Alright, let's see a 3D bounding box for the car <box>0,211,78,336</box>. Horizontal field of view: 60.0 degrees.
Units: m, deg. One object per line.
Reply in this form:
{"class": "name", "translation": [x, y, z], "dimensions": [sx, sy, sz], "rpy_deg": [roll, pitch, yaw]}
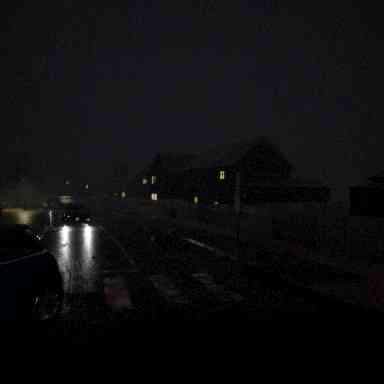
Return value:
{"class": "car", "translation": [-3.839, 1.306, 4.208], "dimensions": [2.097, 1.767, 4.553], "rpy_deg": [0, 1, 19]}

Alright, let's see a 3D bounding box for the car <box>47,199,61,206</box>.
{"class": "car", "translation": [-18.831, 1.534, 45.689], "dimensions": [1.812, 1.442, 4.674], "rpy_deg": [1, -1, -29]}

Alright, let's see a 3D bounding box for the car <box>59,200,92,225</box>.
{"class": "car", "translation": [-8.469, 1.527, 24.151], "dimensions": [1.837, 1.490, 4.892], "rpy_deg": [1, 0, -23]}
